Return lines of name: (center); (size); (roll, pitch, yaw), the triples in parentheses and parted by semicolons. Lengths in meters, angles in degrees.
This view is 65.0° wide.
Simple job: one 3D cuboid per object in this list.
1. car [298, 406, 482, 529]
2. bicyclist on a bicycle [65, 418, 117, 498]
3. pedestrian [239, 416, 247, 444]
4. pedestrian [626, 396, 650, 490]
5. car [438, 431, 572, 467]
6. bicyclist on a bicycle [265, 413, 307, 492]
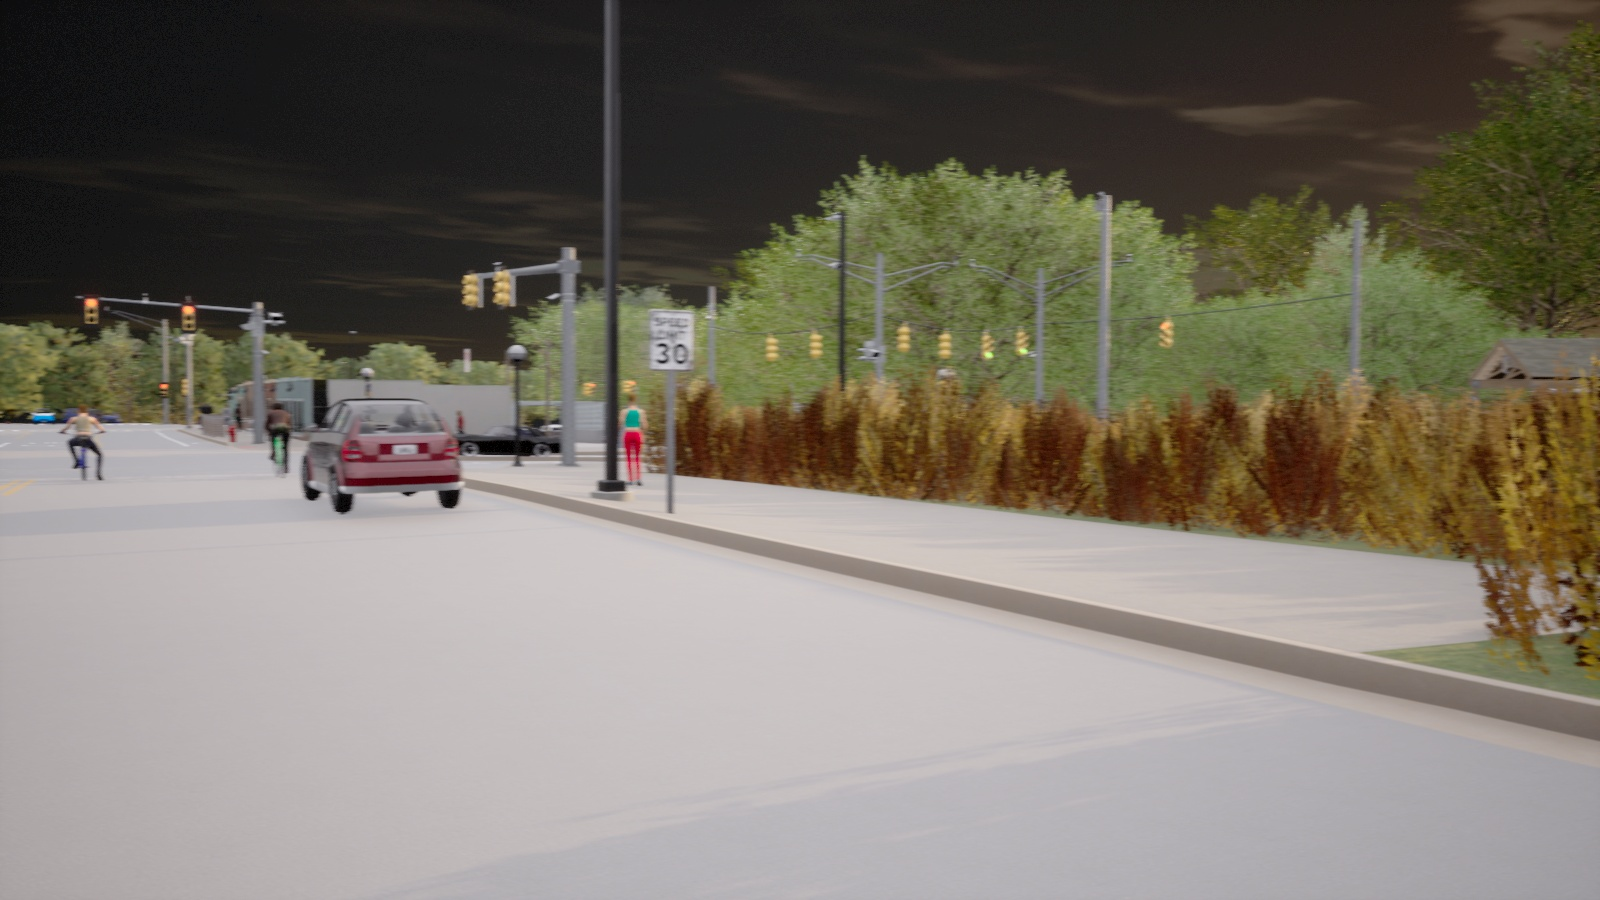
car: (-6.092, 0.159, 18.399); (1.789, 1.549, 3.705); (-3, 3, -30)
bicyclist on a bicycle: (-15.016, 0.162, 26.577); (0.866, 1.612, 1.509); (-2, 1, -31)
pedestrian: (-35.347, -1.281, 79.720); (0.328, 1.805, 0.869); (-2, 3, -30)
pedestrian: (-3.216, -0.150, 24.960); (0.345, 1.836, 0.594); (-2, 3, -17)
car: (-11.442, -0.058, 48.849); (4.718, 1.301, 1.895); (0, 1, -34)
bicyclist on a bicycle: (-11.063, 0.052, 27.000); (0.582, 1.620, 1.656); (-2, 1, -29)
